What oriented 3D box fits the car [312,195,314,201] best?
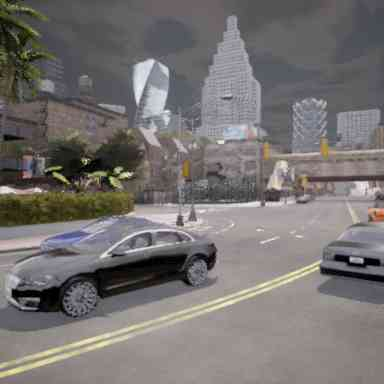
[{"bbox_3d":[23.750,1.417,69.974,2.185,1.767,4.553,0,0,24],"label":"car"}]

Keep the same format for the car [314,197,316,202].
[{"bbox_3d":[28.242,1.545,79.769,2.231,1.521,4.892,0,0,34],"label":"car"}]

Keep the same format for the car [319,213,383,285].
[{"bbox_3d":[5.239,1.546,9.248,2.033,1.411,5.357,0,0,40],"label":"car"}]

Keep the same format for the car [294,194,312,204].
[{"bbox_3d":[21.219,1.540,64.067,2.097,1.535,5.008,0,0,24],"label":"car"}]

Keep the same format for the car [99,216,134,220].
[{"bbox_3d":[-2.645,1.575,11.306,4.674,1.442,1.812,0,0,-44],"label":"car"}]

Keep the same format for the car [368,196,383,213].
[{"bbox_3d":[12.842,1.342,21.893,2.097,1.767,4.553,0,0,26],"label":"car"}]

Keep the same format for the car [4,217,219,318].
[{"bbox_3d":[-1.509,1.525,7.671,4.902,1.511,2.128,0,0,-42],"label":"car"}]
